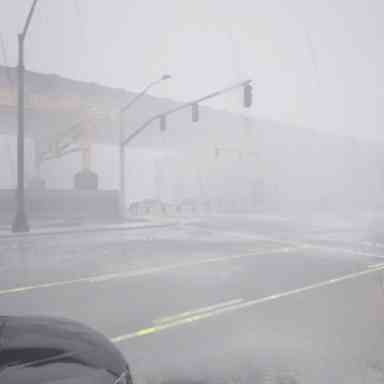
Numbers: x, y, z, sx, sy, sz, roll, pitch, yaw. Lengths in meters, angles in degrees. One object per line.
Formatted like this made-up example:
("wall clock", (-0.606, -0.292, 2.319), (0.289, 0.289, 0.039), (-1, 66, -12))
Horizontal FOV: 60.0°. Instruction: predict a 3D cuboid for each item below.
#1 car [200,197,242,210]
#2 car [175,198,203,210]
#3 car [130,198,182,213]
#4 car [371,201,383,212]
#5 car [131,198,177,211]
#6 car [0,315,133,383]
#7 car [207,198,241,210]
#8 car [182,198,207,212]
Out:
("car", (3.652, 1.478, 42.046), (4.974, 1.542, 2.038), (0, 0, -7))
("car", (-0.245, 1.316, 38.337), (1.853, 1.218, 4.536), (0, 0, 18))
("car", (-4.007, 1.469, 35.604), (4.974, 1.542, 2.038), (0, 0, 8))
("car", (22.374, 1.638, 37.987), (4.718, 1.301, 1.895), (0, 0, -37))
("car", (-4.058, 1.311, 35.612), (4.536, 1.218, 1.853), (0, 0, 8))
("car", (-2.704, 1.492, 1.825), (4.902, 1.511, 2.128), (0, 0, -35))
("car", (3.600, 1.320, 42.039), (4.536, 1.218, 1.853), (0, 0, -7))
("car", (-0.261, 1.473, 38.288), (2.038, 1.542, 4.974), (0, 0, 18))
